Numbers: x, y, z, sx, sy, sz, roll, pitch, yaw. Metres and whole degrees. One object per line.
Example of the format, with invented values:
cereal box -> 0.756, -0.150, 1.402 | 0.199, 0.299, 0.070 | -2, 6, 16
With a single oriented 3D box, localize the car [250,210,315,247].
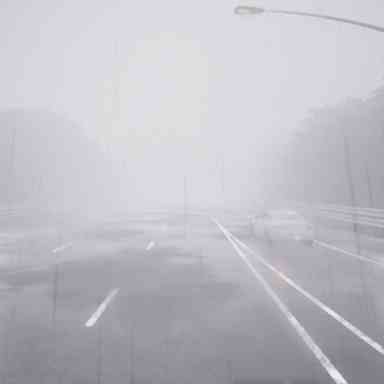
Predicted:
car -> 3.900, 1.511, 14.861 | 1.812, 1.442, 4.674 | 0, 0, -2
